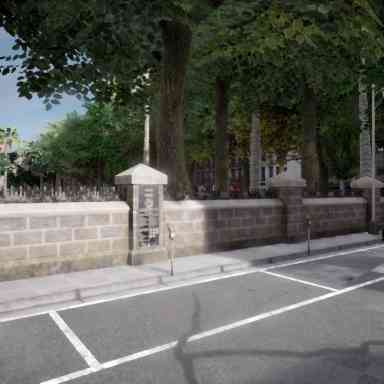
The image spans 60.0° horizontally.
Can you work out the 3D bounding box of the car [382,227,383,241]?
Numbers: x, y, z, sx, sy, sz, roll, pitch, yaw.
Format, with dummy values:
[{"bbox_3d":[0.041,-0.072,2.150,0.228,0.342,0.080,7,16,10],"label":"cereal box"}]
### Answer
[{"bbox_3d":[9.756,1.310,13.500,5.009,1.841,2.192,0,0,-36],"label":"car"}]
